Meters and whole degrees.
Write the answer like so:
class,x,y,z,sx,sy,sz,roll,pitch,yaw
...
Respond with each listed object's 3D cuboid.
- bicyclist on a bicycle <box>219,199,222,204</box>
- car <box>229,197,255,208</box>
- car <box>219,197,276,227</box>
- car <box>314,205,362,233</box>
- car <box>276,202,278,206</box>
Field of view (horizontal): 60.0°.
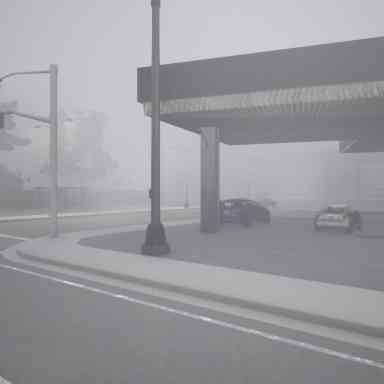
class,x,y,z,sx,sy,sz,roll,pitch,yaw
bicyclist on a bicycle,2.550,1.387,29.682,0.582,1.620,1.656,0,-9,-36
car,7.530,1.505,49.816,1.837,1.490,4.892,0,0,36
car,3.430,1.295,22.027,2.242,1.667,4.611,0,0,37
car,8.504,1.456,19.228,1.970,1.475,3.806,0,0,37
car,10.517,1.547,47.966,2.033,1.411,5.357,0,0,37
